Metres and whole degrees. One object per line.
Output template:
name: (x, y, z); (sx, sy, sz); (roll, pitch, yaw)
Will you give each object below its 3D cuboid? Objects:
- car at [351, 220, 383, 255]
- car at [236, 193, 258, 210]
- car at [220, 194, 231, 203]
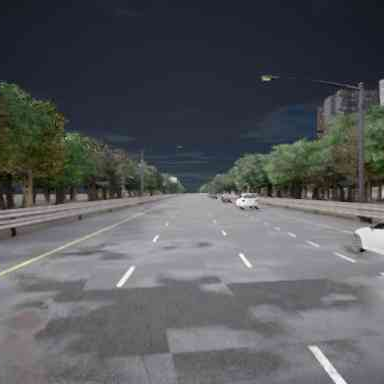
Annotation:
car: (6.997, 1.534, 10.780); (1.812, 1.442, 4.674); (0, 0, 0)
car: (7.004, 1.235, 42.695); (2.150, 2.045, 5.566); (0, 0, 0)
car: (7.069, 1.570, 69.750); (1.812, 1.442, 4.674); (0, 0, 0)
